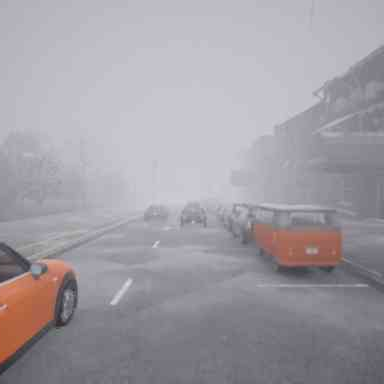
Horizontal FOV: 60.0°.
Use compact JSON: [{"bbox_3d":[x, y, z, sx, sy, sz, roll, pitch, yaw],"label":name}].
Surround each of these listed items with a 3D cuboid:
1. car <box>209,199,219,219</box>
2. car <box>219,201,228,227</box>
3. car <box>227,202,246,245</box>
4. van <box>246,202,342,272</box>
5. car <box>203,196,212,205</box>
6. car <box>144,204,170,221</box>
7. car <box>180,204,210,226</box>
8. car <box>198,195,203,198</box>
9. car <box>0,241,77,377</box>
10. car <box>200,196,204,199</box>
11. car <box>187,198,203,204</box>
[{"bbox_3d":[3.225,1.760,32.961,2.231,1.521,4.892,0,0,0],"label":"car"},{"bbox_3d":[3.225,1.541,22.013,2.185,1.767,4.553,0,0,0],"label":"car"},{"bbox_3d":[3.225,1.495,16.488,2.185,1.767,4.553,0,0,0],"label":"car"},{"bbox_3d":[3.225,1.349,11.111,1.878,1.987,4.442,0,0,0],"label":"van"},{"bbox_3d":[3.227,1.773,49.513,2.185,1.767,4.553,0,0,0],"label":"car"},{"bbox_3d":[-3.150,1.821,30.453,1.994,1.385,4.181,0,0,0],"label":"car"},{"bbox_3d":[0.100,1.815,25.212,1.895,1.301,4.718,0,0,0],"label":"car"},{"bbox_3d":[3.206,1.882,77.324,2.435,2.045,5.566,0,0,0],"label":"car"},{"bbox_3d":[-3.150,1.389,4.289,2.097,1.767,4.553,0,0,0],"label":"car"},{"bbox_3d":[3.214,2.040,66.112,2.231,1.521,4.892,0,0,0],"label":"car"},{"bbox_3d":[0.100,1.859,41.950,1.837,1.490,4.892,0,-1,0],"label":"car"}]
